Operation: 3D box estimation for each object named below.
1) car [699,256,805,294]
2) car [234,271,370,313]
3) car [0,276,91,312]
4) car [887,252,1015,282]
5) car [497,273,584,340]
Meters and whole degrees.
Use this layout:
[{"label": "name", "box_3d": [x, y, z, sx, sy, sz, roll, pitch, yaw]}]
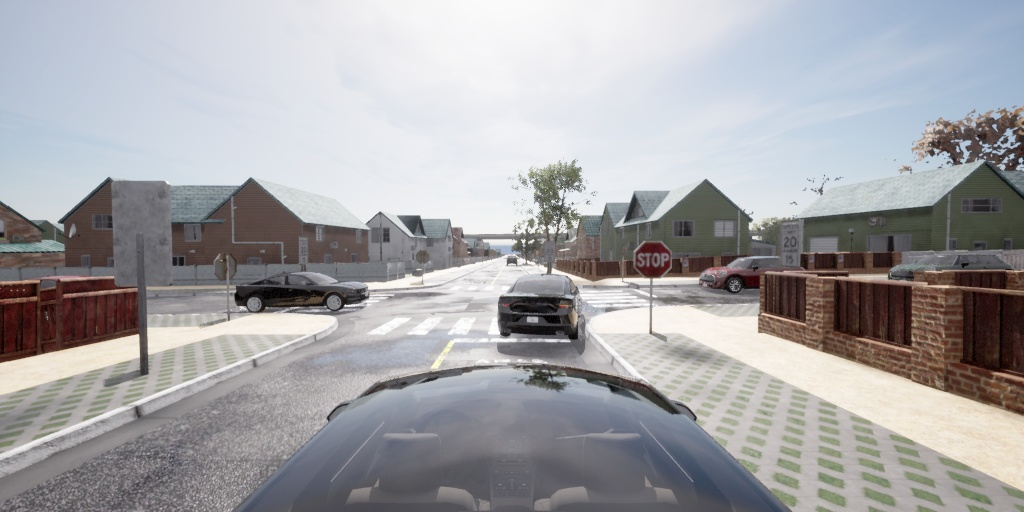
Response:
[{"label": "car", "box_3d": [11.807, 0.820, 17.767, 4.553, 1.767, 2.097, -1, 2, 0]}, {"label": "car", "box_3d": [-8.468, 1.376, 14.685, 5.008, 1.535, 1.882, -1, 2, 0]}, {"label": "car", "box_3d": [-18.021, 1.546, 14.623, 5.008, 1.535, 1.882, -1, 2, 0]}, {"label": "car", "box_3d": [21.702, 0.646, 17.838, 4.553, 1.767, 2.097, -1, 2, 0]}, {"label": "car", "box_3d": [0.958, 1.224, 10.158, 1.882, 1.535, 5.008, 0, 0, 12]}]
